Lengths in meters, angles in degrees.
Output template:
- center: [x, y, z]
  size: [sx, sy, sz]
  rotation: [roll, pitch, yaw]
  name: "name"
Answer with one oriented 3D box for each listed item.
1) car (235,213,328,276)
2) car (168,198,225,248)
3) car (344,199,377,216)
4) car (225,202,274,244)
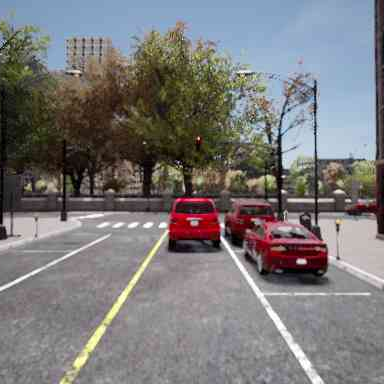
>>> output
- center: [2.709, 1.598, 10.447]
  size: [1.887, 1.381, 4.507]
  rotation: [1, 0, 0]
  name: "car"
- center: [0.100, 1.299, 15.420]
  size: [2.150, 2.045, 5.566]
  rotation: [0, 0, 0]
  name: "car"
- center: [19.365, 1.663, 36.391]
  size: [5.009, 1.841, 2.192]
  rotation: [0, -2, 0]
  name: "car"
- center: [2.716, 1.396, 16.144]
  size: [2.192, 1.841, 5.009]
  rotation: [1, 0, 0]
  name: "car"
